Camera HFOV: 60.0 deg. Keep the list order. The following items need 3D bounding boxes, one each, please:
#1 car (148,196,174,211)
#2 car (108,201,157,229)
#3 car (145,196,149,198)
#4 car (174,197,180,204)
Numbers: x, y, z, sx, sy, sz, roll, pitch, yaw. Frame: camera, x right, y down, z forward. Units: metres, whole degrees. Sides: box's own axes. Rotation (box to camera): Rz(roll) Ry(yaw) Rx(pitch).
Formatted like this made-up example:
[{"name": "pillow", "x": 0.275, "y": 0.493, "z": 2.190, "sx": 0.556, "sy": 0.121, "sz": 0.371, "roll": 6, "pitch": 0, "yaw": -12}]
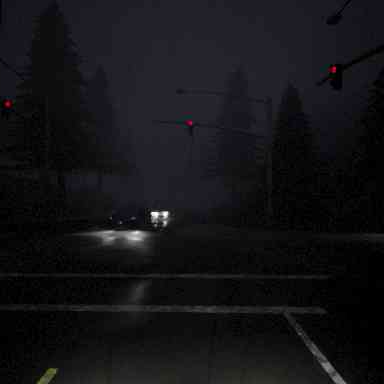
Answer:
[{"name": "car", "x": -3.644, "y": 1.495, "z": 40.090, "sx": 2.128, "sy": 1.511, "sz": 4.902, "roll": 0, "pitch": 0, "yaw": 0}, {"name": "car", "x": -3.859, "y": 1.523, "z": 21.644, "sx": 1.812, "sy": 1.442, "sz": 4.674, "roll": 0, "pitch": 0, "yaw": 7}, {"name": "car", "x": -7.911, "y": 1.486, "z": 60.837, "sx": 1.882, "sy": 1.535, "sz": 5.008, "roll": 0, "pitch": 0, "yaw": -42}, {"name": "car", "x": -4.071, "y": 1.570, "z": 61.703, "sx": 1.994, "sy": 1.385, "sz": 4.181, "roll": 0, "pitch": 0, "yaw": -39}]
